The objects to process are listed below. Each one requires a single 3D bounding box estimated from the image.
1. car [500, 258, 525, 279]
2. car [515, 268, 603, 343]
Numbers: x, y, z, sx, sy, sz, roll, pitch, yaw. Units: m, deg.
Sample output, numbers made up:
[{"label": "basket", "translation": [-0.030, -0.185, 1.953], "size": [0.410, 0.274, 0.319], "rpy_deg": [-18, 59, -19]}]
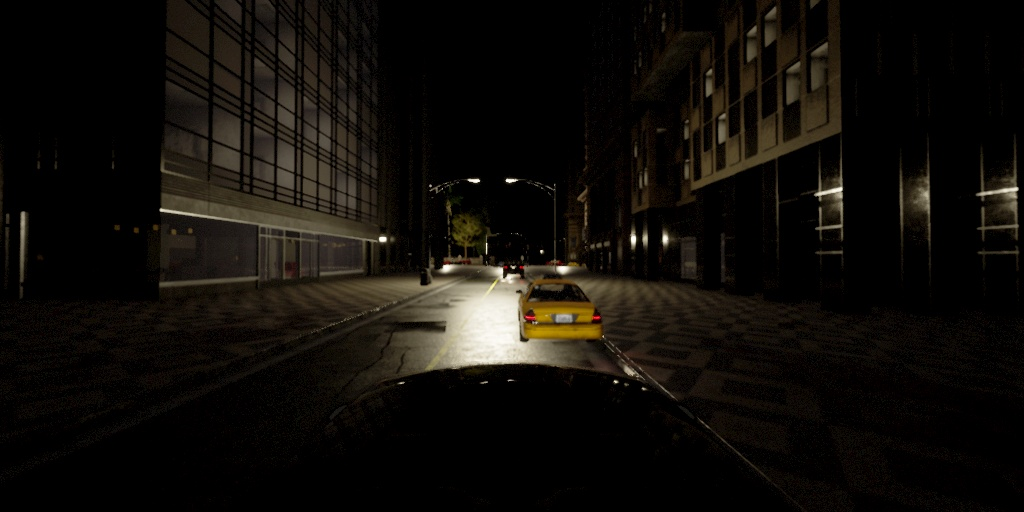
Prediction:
[{"label": "car", "translation": [0.189, 1.279, 37.442], "size": [2.150, 2.045, 5.566], "rpy_deg": [0, 0, 1]}, {"label": "car", "translation": [1.076, 1.276, 9.893], "size": [1.801, 1.575, 5.366], "rpy_deg": [0, 0, 0]}]
